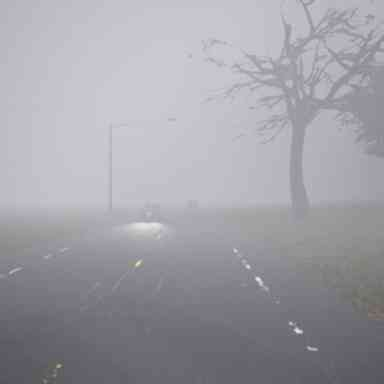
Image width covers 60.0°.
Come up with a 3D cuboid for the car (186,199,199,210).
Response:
[{"bbox_3d":[0.107,1.979,51.550,2.033,1.411,5.357,0,0,0],"label":"car"}]

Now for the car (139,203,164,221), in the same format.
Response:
[{"bbox_3d":[-3.581,1.740,30.249,2.128,1.511,4.902,0,0,0],"label":"car"}]

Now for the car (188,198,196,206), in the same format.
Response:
[{"bbox_3d":[0.010,2.116,70.700,1.812,1.442,4.674,0,0,0],"label":"car"}]
